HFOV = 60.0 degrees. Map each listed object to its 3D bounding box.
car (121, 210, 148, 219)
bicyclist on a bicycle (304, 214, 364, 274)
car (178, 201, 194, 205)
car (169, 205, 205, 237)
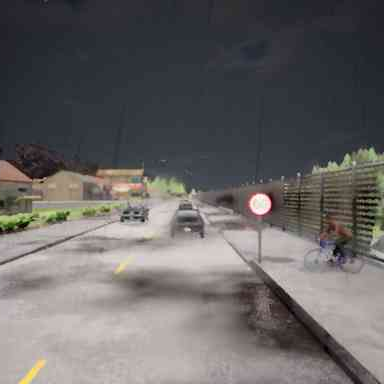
[{"bbox_3d":[-4.539,1.633,26.845,1.895,1.301,4.718,0,-1,-1],"label":"car"},{"bbox_3d":[3.866,1.430,9.049,1.656,1.620,0.582,1,-1,-1],"label":"bicyclist on a bicycle"},{"bbox_3d":[-0.818,1.999,44.325,1.837,1.490,4.892,0,-1,-1],"label":"car"},{"bbox_3d":[-0.283,1.723,19.528,1.837,1.490,4.892,0,-1,-1],"label":"car"}]
